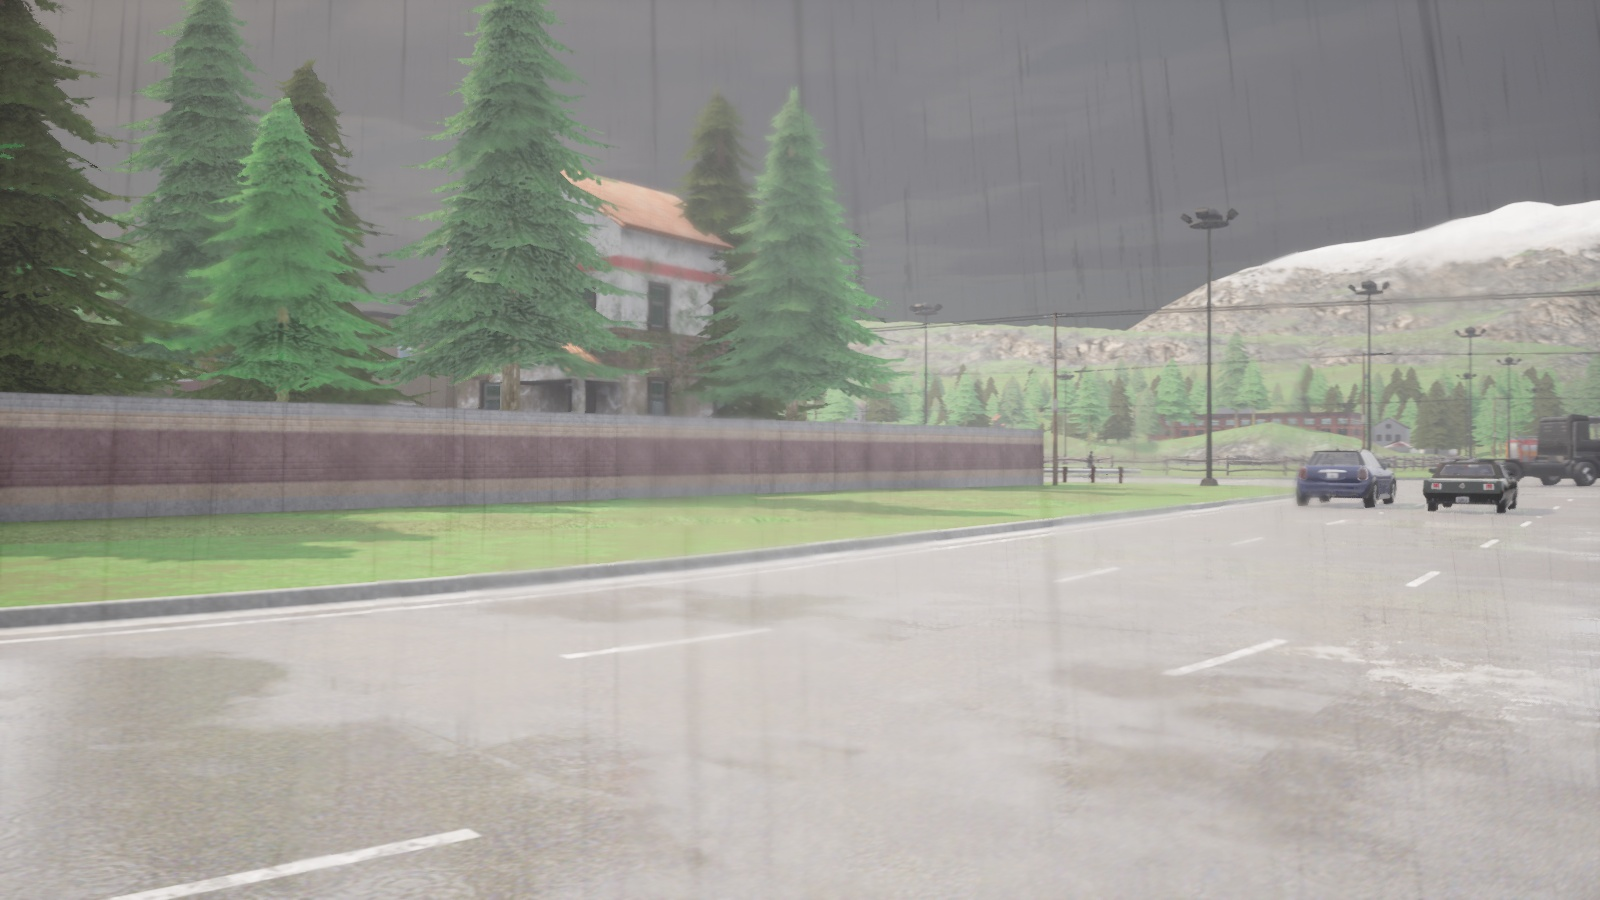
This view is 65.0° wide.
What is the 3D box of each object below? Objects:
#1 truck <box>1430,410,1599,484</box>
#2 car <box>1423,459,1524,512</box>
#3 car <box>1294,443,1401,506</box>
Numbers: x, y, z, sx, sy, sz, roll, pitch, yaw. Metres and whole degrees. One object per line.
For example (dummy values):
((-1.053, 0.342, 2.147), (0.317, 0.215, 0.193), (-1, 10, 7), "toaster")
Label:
((34.981, -0.129, 60.529), (7.936, 3.462, 2.891), (0, 0, -5), "truck")
((18.218, 0.910, 33.874), (1.895, 1.301, 4.718), (0, 0, 34), "car")
((16.351, 0.686, 37.349), (2.097, 1.767, 4.553), (0, 0, 34), "car")
